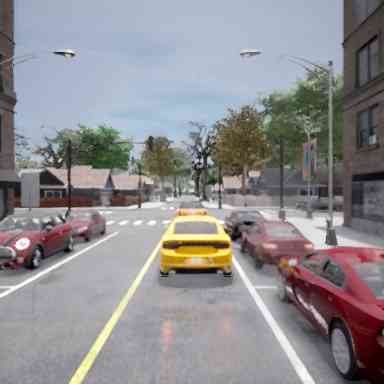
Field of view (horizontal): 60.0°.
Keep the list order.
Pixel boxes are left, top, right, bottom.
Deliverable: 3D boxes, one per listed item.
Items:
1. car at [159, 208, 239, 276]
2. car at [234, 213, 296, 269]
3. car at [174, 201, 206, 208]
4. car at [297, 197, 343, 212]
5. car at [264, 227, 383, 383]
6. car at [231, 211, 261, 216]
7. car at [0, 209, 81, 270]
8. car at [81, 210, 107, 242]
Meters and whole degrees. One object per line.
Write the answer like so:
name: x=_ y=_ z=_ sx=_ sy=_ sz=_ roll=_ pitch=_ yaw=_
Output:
car: x=0.102 y=1.474 z=10.363 sx=1.882 sy=1.535 sz=5.008 roll=0 pitch=0 yaw=0
car: x=2.639 y=1.578 z=10.846 sx=1.802 sy=1.307 sz=4.206 roll=0 pitch=0 yaw=0
car: x=-0.100 y=1.345 z=22.130 sx=2.097 sy=1.767 sz=4.553 roll=0 pitch=0 yaw=-3
car: x=14.264 y=1.421 z=36.077 sx=4.674 sy=1.442 sz=1.812 roll=0 pitch=0 yaw=2
car: x=2.638 y=1.543 z=5.328 sx=1.887 sy=1.381 sz=4.507 roll=0 pitch=0 yaw=0
car: x=2.640 y=1.560 z=16.365 sx=1.947 sy=1.339 sz=4.313 roll=0 pitch=0 yaw=0
car: x=-5.386 y=1.436 z=10.846 sx=1.967 sy=1.590 sz=4.097 roll=0 pitch=0 yaw=0
car: x=-5.385 y=1.576 z=16.365 sx=1.802 sy=1.307 sz=4.206 roll=0 pitch=0 yaw=0
